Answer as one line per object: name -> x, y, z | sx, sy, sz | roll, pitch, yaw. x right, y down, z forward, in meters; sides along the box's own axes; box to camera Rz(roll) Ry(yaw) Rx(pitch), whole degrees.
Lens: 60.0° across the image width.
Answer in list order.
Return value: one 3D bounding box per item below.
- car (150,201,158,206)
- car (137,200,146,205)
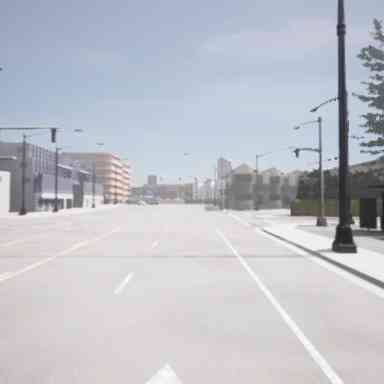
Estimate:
car -> -10.510, 3.099, 92.900 | 1.895, 1.301, 4.718 | 0, -1, 0
car -> -14.010, 3.028, 92.931 | 1.812, 1.442, 4.674 | 0, -1, 0
